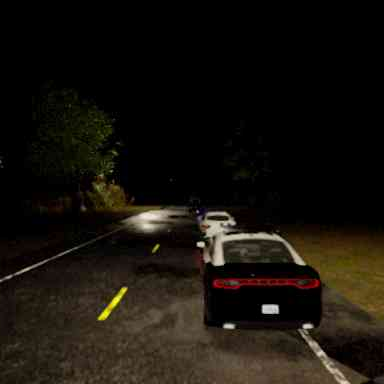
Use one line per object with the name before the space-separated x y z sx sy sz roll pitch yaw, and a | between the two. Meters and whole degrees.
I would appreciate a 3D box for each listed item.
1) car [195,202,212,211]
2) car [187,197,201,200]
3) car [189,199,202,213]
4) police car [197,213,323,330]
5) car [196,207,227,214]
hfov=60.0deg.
car | 1.329 1.749 23.259 1.882 1.535 5.008 0 -1 1
car | 0.713 1.906 61.675 2.150 2.045 5.566 0 -1 1
car | 0.543 2.052 44.282 2.033 1.411 5.357 0 -1 1
police car | 1.154 1.511 7.372 1.930 1.638 5.238 0 -1 1
car | 1.264 1.728 17.259 1.812 1.442 4.674 0 -1 1
